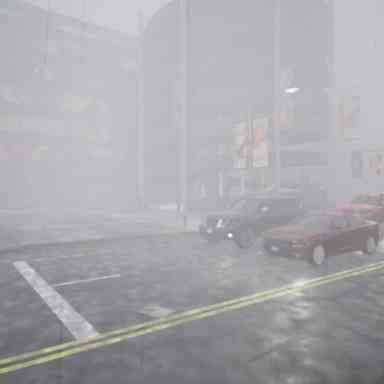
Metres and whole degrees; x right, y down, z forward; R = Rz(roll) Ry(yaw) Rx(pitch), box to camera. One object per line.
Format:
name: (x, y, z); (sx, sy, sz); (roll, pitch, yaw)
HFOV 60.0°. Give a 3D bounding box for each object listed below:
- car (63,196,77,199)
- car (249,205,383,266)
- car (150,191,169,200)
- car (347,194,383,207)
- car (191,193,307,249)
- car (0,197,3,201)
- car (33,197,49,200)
car: (-21.563, 1.396, 59.558); (1.895, 1.301, 4.718); (0, 0, -36)
car: (4.544, 1.439, 11.540); (5.008, 1.535, 1.882); (0, 0, -36)
car: (-7.051, 0.892, 71.057); (2.435, 2.045, 5.566); (0, 0, -36)
car: (11.170, 1.142, 20.547); (5.566, 2.045, 2.150); (0, 0, -35)
car: (2.946, 1.180, 14.697); (5.566, 2.045, 2.150); (0, 0, -36)
car: (-31.213, 1.390, 53.106); (2.161, 1.482, 4.786); (0, 0, -36)
car: (-20.735, 1.282, 45.625); (2.002, 1.452, 4.674); (0, 0, -36)
